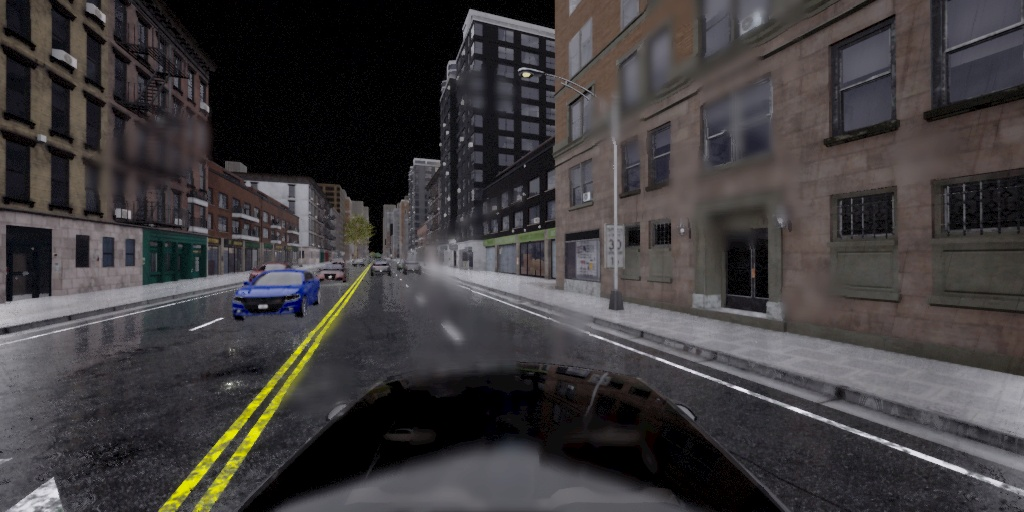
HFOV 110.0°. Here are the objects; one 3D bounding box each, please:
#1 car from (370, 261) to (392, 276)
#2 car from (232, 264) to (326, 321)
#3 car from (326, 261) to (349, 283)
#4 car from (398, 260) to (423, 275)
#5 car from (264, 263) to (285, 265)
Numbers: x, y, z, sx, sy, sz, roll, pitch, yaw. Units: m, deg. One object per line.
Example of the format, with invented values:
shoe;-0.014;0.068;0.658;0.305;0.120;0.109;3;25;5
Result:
car;-13.457;1.215;36.746;2.128;1.511;4.902;0;0;-21
car;-8.180;1.224;12.861;1.882;1.535;5.008;0;0;-21
car;-13.579;1.297;27.248;1.994;1.385;4.181;0;0;-21
car;-10.801;1.214;38.799;2.128;1.511;4.902;0;0;-20
car;-15.771;1.214;23.838;1.882;1.535;5.008;0;0;-21
